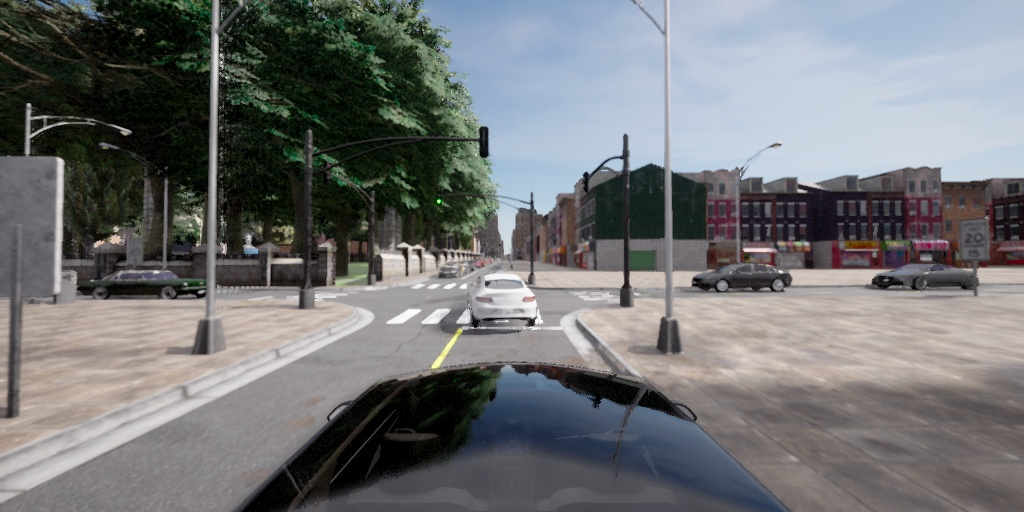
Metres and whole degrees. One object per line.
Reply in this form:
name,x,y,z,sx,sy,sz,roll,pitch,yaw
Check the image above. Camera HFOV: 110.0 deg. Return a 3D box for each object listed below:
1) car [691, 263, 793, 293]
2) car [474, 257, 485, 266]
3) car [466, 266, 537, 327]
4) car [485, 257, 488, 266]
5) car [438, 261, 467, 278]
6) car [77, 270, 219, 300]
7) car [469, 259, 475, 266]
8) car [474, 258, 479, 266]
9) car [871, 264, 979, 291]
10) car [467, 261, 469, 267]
car,12.216,1.146,19.235,4.892,1.490,1.837,-1,-1,0
car,-5.730,1.280,56.038,1.802,1.307,4.207,0,0,0
car,-0.433,1.244,11.436,1.812,1.442,4.674,0,1,-8
car,-5.777,1.018,61.488,2.192,1.841,5.009,0,0,0
car,-5.551,1.254,32.554,2.007,1.370,4.403,0,0,0
car,-16.145,1.303,16.114,4.718,1.301,1.895,0,-1,0
car,-5.587,1.248,39.689,2.007,1.370,4.403,0,0,0
car,-5.634,1.261,45.139,1.948,1.339,4.313,0,0,0
car,22.083,1.099,19.297,4.181,1.385,1.994,-1,-1,0
car,-5.593,1.227,34.527,1.751,1.417,4.829,0,0,0
